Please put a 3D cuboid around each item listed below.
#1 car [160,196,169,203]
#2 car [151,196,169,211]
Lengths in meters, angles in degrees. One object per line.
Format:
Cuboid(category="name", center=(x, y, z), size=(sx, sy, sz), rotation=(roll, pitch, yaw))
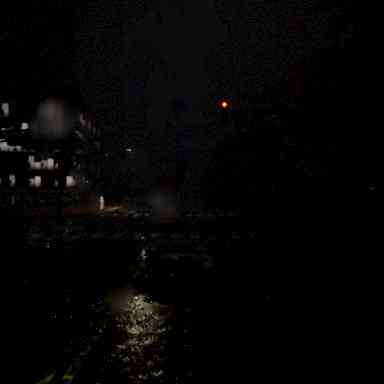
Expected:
Cuboid(category="car", center=(-5.709, 1.536, 69.849), size=(1.837, 1.490, 4.892), rotation=(0, 0, -4))
Cuboid(category="car", center=(-3.940, 1.576, 40.896), size=(2.033, 1.411, 5.357), rotation=(0, 0, -3))
